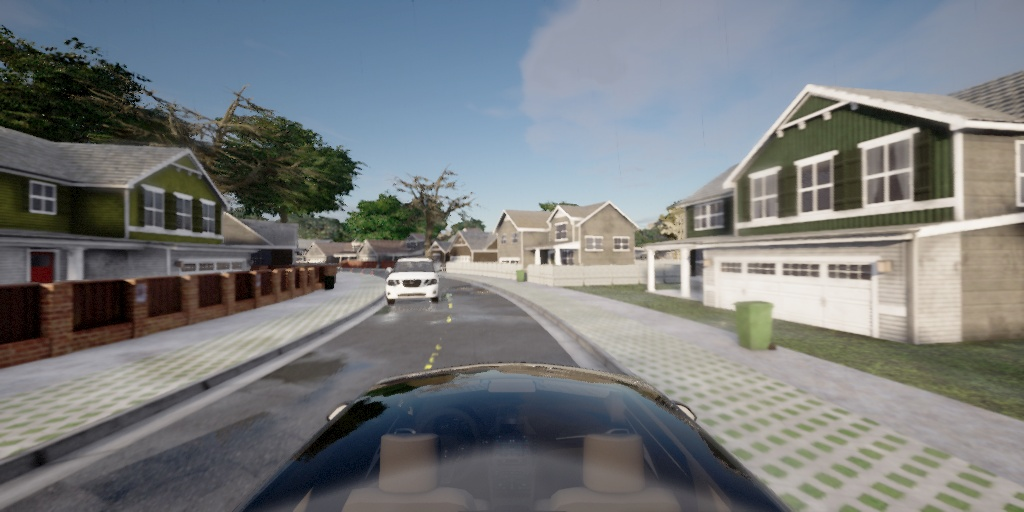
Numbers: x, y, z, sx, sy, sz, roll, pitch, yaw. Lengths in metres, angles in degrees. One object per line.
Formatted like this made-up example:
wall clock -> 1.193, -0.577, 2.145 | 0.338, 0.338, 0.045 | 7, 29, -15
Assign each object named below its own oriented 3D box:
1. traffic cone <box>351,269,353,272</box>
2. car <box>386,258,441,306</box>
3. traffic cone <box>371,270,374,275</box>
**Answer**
traffic cone -> -23.749, 2.175, 53.143 | 0.340, 0.580, 0.340 | 0, 0, -42
car -> -4.657, 1.104, 17.272 | 2.150, 2.045, 5.566 | 0, 0, -12
traffic cone -> -17.747, 2.094, 45.539 | 0.340, 0.580, 0.340 | 0, 0, -35
